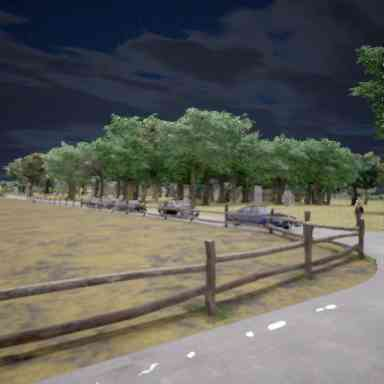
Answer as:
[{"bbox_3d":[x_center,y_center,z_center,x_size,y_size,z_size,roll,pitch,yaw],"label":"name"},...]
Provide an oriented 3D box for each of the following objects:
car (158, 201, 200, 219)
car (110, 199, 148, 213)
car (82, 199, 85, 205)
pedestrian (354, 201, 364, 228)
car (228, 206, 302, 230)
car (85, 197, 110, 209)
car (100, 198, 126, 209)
[{"bbox_3d":[-1.196,1.568,29.719,2.128,1.511,4.902,2,-1,-36],"label":"car"},{"bbox_3d":[-6.981,1.620,37.831,2.033,1.411,5.357,2,-1,-35],"label":"car"},{"bbox_3d":[-17.702,1.626,57.761,2.128,1.511,4.902,2,-1,-35],"label":"car"},{"bbox_3d":[11.288,1.520,22.513,0.375,1.860,0.375,2,-1,-35],"label":"pedestrian"},{"bbox_3d":[4.460,1.626,21.735,2.033,1.411,5.357,2,-1,-34],"label":"car"},{"bbox_3d":[-12.794,1.574,46.046,1.837,1.490,4.892,2,-1,-35],"label":"car"},{"bbox_3d":[-11.852,1.701,49.644,2.033,1.411,5.357,2,-1,-35],"label":"car"}]
